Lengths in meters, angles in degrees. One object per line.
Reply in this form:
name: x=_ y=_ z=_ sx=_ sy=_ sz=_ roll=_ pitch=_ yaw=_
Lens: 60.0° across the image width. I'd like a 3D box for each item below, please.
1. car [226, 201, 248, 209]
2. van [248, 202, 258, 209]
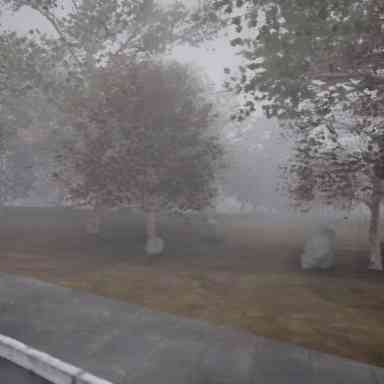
car: x=11.507 y=3.409 z=87.878 sx=5.566 sy=2.045 sz=2.435 roll=3 pitch=0 yaw=-45
van: x=15.383 y=3.666 z=91.712 sx=4.442 sy=1.987 sz=1.878 roll=3 pitch=0 yaw=-45
